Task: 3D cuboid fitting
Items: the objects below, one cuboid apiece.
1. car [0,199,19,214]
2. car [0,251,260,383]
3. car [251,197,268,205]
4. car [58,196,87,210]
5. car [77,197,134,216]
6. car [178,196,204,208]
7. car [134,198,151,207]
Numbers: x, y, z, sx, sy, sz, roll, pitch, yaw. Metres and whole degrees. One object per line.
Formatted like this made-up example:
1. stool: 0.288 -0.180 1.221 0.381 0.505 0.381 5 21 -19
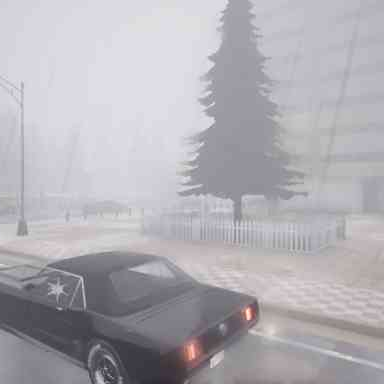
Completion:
1. car: -20.395 1.478 33.861 1.882 1.535 5.008 0 0 36
2. car: -1.510 1.601 5.084 4.718 1.301 1.895 0 0 36
3. car: 12.434 1.526 61.140 1.812 1.442 4.674 0 0 35
4. car: -14.499 1.352 42.037 2.097 1.767 4.553 0 0 36
5. car: -8.300 1.505 32.345 1.837 1.490 4.892 0 0 36
6. car: -0.059 1.353 49.756 2.097 1.767 4.553 0 0 36
7. car: -8.489 1.547 50.365 2.033 1.411 5.357 0 0 36
